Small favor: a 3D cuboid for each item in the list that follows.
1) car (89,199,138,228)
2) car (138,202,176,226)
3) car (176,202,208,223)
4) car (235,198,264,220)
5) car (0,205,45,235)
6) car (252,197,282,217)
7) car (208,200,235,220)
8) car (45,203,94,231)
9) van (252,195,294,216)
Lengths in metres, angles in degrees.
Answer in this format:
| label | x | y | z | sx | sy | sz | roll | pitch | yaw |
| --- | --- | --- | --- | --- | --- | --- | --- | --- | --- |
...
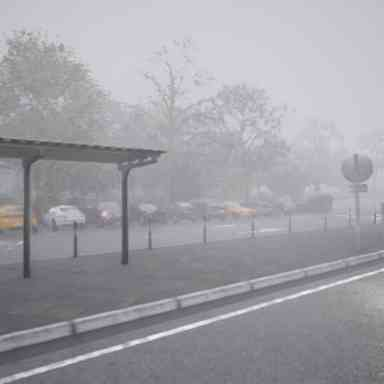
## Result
| label | x | y | z | sx | sy | sz | roll | pitch | yaw |
| --- | --- | --- | --- | --- | --- | --- | --- | --- | --- |
| car | -5.846 | 1.374 | 22.584 | 2.185 | 1.767 | 4.553 | 0 | 0 | -36 |
| car | -3.573 | 1.501 | 24.177 | 2.097 | 1.535 | 5.008 | 0 | 0 | -36 |
| car | -1.308 | 1.505 | 25.781 | 2.231 | 1.521 | 4.892 | 0 | 0 | -36 |
| car | 3.311 | 1.506 | 28.861 | 1.946 | 1.575 | 5.366 | 0 | 0 | -36 |
| car | -10.341 | 1.496 | 19.326 | 2.097 | 1.535 | 5.008 | 0 | 0 | -36 |
| car | 5.445 | 1.541 | 30.651 | 2.163 | 1.488 | 4.792 | 0 | 0 | -36 |
| car | 0.928 | 1.535 | 27.423 | 2.163 | 1.488 | 4.792 | 0 | 0 | -36 |
| car | -8.085 | 1.538 | 20.942 | 2.002 | 1.452 | 4.674 | 0 | 0 | -36 |
| van | 7.787 | 1.289 | 32.145 | 1.878 | 1.987 | 4.442 | 0 | 0 | -36 |
